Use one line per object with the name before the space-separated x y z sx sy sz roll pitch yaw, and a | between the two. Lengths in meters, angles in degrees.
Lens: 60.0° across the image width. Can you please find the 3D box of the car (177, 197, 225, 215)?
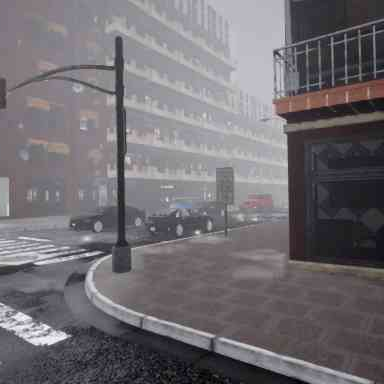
car | 1.128 1.479 28.394 1.837 1.490 4.892 -1 -1 35

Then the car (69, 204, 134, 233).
car | -4.919 1.476 19.944 1.882 1.535 5.008 -1 -1 36

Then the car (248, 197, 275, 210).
car | 9.287 1.431 44.040 1.967 1.590 4.097 -1 -1 36

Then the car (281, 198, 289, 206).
car | 15.672 1.496 52.962 1.752 1.417 4.829 -1 -1 36

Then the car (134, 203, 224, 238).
car | -0.507 1.435 16.803 2.008 1.369 4.403 -1 -1 36

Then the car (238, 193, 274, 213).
car | 7.226 1.175 36.917 2.150 2.045 5.566 -1 -1 36

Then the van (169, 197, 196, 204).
van | -0.438 1.365 30.449 1.690 1.788 3.998 -1 -1 36
